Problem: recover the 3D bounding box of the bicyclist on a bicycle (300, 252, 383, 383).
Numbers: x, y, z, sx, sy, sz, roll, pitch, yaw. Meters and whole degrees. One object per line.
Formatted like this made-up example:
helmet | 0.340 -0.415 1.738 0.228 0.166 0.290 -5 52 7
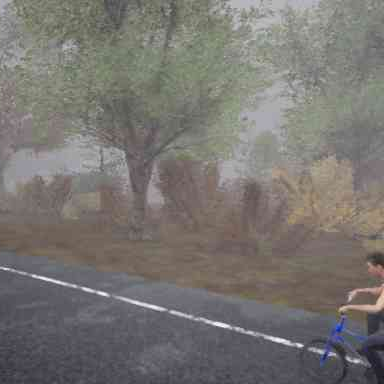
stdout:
bicyclist on a bicycle | 1.921 1.447 3.607 1.509 1.612 0.866 0 0 36
